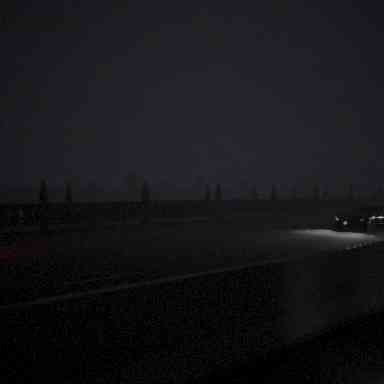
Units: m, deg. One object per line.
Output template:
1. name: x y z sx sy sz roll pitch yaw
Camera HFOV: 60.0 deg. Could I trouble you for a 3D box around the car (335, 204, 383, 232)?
1. car: 10.604 1.495 20.148 4.892 1.490 1.837 0 0 -35
